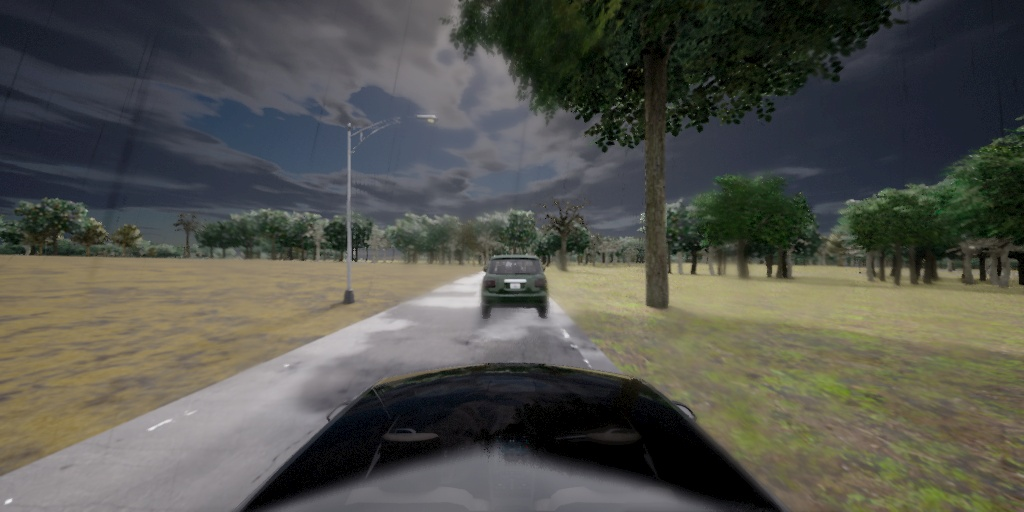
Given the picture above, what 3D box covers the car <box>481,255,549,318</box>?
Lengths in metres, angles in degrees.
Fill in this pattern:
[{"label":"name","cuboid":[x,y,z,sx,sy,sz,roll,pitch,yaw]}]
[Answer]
[{"label":"car","cuboid":[0.098,0.983,13.239,2.150,2.045,5.566,0,0,0]}]
